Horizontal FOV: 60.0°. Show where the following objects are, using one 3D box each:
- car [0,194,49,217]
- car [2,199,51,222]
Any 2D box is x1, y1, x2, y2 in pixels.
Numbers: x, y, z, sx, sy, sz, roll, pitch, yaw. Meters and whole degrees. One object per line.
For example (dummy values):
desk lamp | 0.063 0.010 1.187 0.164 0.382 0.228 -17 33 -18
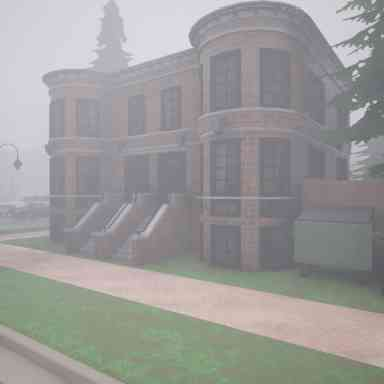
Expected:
car | -14.447 1.221 29.788 2.150 2.045 5.566 0 0 34
car | -12.145 1.525 26.564 1.812 1.442 4.674 0 0 35
